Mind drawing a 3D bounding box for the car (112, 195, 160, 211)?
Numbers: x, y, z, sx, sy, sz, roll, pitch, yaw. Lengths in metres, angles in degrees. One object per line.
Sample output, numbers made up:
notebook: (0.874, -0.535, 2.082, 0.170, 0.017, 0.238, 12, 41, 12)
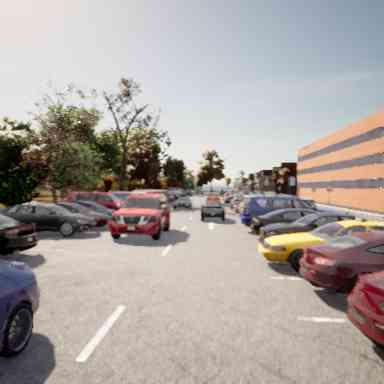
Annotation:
car: (-6.017, 1.163, 36.231, 4.792, 1.488, 2.163, 1, 1, 4)

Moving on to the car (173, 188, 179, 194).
car: (-4.946, 0.677, 53.007, 4.553, 1.767, 2.185, 1, 1, 4)

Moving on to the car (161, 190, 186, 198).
car: (-3.834, 0.468, 70.036, 4.892, 1.521, 2.231, 1, 1, 4)

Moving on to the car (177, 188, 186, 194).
car: (-4.190, 0.578, 64.401, 5.008, 1.535, 2.097, 1, 1, 4)

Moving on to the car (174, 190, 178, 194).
car: (-5.101, 0.858, 50.190, 5.008, 1.535, 2.097, 1, 1, 4)

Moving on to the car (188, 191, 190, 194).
car: (-3.491, 0.354, 75.671, 4.892, 1.521, 2.231, 1, 1, 4)

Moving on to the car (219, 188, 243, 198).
car: (9.457, 0.213, 80.597, 5.566, 2.045, 2.435, 1, 1, 4)

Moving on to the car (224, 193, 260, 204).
car: (7.821, 1.031, 52.397, 5.366, 1.575, 1.946, 1, 1, 4)

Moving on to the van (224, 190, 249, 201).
van: (8.060, 0.636, 60.870, 4.442, 1.987, 1.878, 1, 1, 4)

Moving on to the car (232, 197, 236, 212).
car: (6.202, 1.511, 29.845, 4.674, 1.452, 2.002, 1, 1, 4)

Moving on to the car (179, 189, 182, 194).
car: (-4.734, 0.747, 55.824, 5.008, 1.535, 2.097, 1, 1, 4)

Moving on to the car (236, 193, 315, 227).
car: (5.524, 1.272, 18.549, 5.566, 2.045, 2.435, 1, 0, 4)

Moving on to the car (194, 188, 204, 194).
car: (1.707, -0.167, 79.844, 2.150, 2.045, 5.566, 1, 1, 4)

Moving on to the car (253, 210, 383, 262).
car: (4.773, 1.534, 10.102, 5.366, 1.575, 1.946, 1, 0, 4)

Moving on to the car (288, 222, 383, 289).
car: (4.777, 1.586, 7.271, 4.674, 1.452, 2.002, 1, 0, 4)

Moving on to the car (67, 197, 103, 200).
car: (-6.861, 1.316, 21.991, 4.792, 1.488, 2.163, 1, 0, 4)

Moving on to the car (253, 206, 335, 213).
car: (5.141, 1.534, 12.911, 5.008, 1.535, 2.097, 1, 0, 4)

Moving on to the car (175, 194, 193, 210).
car: (-0.974, 1.269, 37.931, 1.994, 1.385, 4.181, 1, 1, 4)

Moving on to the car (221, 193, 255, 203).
car: (7.630, 0.968, 55.240, 5.366, 1.575, 1.946, 1, 1, 4)

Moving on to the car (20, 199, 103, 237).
car: (-7.246, 1.298, 16.482, 4.892, 1.521, 2.231, 1, 0, 4)

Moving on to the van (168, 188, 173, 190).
van: (-5.378, 0.683, 47.501, 4.442, 1.987, 1.878, 1, 1, 4)

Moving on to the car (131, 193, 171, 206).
car: (-5.453, 0.968, 44.680, 4.892, 1.521, 2.231, 1, 1, 4)

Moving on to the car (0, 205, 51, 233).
car: (-7.599, 1.309, 10.720, 5.008, 1.535, 2.097, 1, 0, 4)

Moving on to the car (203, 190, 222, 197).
car: (3.081, 0.900, 48.800, 2.097, 1.767, 4.553, 1, 1, 4)

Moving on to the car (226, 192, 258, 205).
car: (7.428, 0.960, 49.589, 4.553, 1.767, 2.185, 1, 1, 4)

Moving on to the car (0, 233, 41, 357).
car: (-3.284, 1.457, 3.265, 1.812, 1.442, 4.674, 1, 0, 4)

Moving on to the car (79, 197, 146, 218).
car: (-6.527, 1.270, 27.640, 5.008, 1.535, 2.097, 1, 0, 4)

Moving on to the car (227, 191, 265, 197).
car: (6.713, 1.183, 38.311, 4.553, 1.767, 2.185, 1, 1, 4)

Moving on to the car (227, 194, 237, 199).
car: (6.568, 1.364, 35.491, 5.008, 1.535, 2.097, 1, 1, 4)

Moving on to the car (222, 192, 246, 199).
car: (8.711, 0.737, 69.327, 4.674, 1.452, 2.002, 1, 1, 4)

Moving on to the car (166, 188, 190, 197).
car: (-3.281, 0.046, 78.358, 5.566, 2.045, 2.435, 1, 1, 4)

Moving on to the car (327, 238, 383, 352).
car: (4.599, 1.592, 4.451, 4.674, 1.452, 2.002, 1, 0, 4)

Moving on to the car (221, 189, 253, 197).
car: (7.076, 0.946, 43.946, 5.566, 2.045, 2.435, 1, 1, 4)

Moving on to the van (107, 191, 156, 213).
van: (-6.042, 0.966, 33.396, 4.442, 1.987, 1.878, 1, 1, 4)

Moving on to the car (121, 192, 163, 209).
car: (-5.780, 0.956, 38.916, 4.553, 1.767, 2.185, 1, 1, 4)

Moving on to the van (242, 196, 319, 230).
van: (5.557, 1.289, 21.378, 4.442, 1.987, 1.878, 1, 0, 4)

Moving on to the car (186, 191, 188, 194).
car: (-4.011, 0.522, 67.218, 5.008, 1.535, 2.097, 1, 1, 4)

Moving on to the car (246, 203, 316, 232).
car: (5.309, 1.528, 15.731, 5.008, 1.535, 2.097, 1, 0, 4)

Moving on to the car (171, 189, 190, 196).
car: (-2.883, 0.042, 84.125, 4.553, 1.767, 2.185, 1, 1, 4)

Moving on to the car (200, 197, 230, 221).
car: (1.696, 1.434, 26.927, 2.128, 1.511, 4.902, 1, 0, 4)

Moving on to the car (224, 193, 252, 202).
car: (7.995, 0.959, 58.048, 4.674, 1.452, 2.002, 1, 1, 4)

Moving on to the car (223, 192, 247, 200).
car: (8.527, 0.792, 66.507, 4.674, 1.452, 2.002, 1, 1, 4)

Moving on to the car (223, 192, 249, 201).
car: (8.380, 0.838, 63.685, 4.792, 1.488, 2.163, 1, 1, 4)

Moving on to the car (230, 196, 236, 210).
car: (6.386, 1.460, 32.673, 4.674, 1.452, 2.002, 1, 1, 4)

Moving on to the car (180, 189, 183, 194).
car: (-4.564, 0.691, 58.642, 5.008, 1.535, 2.097, 1, 1, 4)

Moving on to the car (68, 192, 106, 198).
car: (-6.679, 1.029, 24.808, 5.566, 2.045, 2.435, 1, 0, 4)

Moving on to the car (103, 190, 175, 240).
car: (-2.393, 1.117, 16.781, 2.150, 2.045, 5.566, 1, 1, 4)
